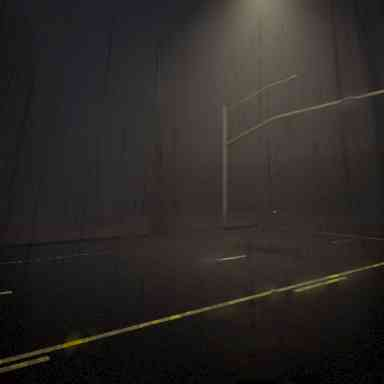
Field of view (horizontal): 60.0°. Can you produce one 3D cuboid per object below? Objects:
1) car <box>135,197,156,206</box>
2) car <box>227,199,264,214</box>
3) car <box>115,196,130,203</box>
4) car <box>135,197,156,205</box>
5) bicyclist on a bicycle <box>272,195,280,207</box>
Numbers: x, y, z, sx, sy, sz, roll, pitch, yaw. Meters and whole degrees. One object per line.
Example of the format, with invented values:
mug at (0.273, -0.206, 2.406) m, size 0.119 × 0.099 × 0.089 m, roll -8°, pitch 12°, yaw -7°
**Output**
car at (-7.435, 1.491, 53.243) m, size 2.128 × 1.511 × 4.902 m, roll 0°, pitch 0°, yaw -35°
car at (5.453, 1.491, 35.160) m, size 2.128 × 1.511 × 4.902 m, roll 0°, pitch 0°, yaw -36°
car at (-14.367, 1.468, 69.122) m, size 1.812 × 1.442 × 4.674 m, roll 0°, pitch 0°, yaw -36°
car at (-8.559, 1.564, 61.070) m, size 1.994 × 1.385 × 4.181 m, roll 0°, pitch 0°, yaw -35°
bicyclist on a bicycle at (11.543, 1.303, 45.535) m, size 1.656 × 1.620 × 0.582 m, roll 0°, pitch 0°, yaw -36°
